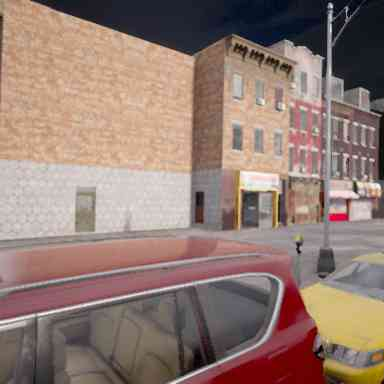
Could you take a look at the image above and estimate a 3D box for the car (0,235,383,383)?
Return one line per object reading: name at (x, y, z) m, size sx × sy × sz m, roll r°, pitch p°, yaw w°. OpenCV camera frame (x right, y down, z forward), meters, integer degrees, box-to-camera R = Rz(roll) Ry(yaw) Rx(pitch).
car at (-1.206, 1.321, 1.981) m, size 5.009 × 1.841 × 2.192 m, roll 1°, pitch 0°, yaw -37°
